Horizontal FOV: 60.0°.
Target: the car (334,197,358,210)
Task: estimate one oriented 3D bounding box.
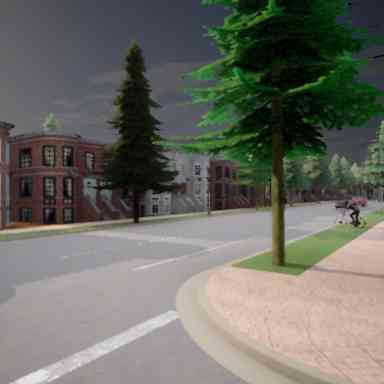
[{"bbox_3d":[20.870,1.728,45.299,1.895,1.301,4.718,-1,-1,35],"label":"car"}]

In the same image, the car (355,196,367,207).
[{"bbox_3d":[27.063,1.489,54.134,2.097,1.767,4.553,-1,-1,35],"label":"car"}]

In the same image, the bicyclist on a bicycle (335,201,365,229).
[{"bbox_3d":[9.301,1.343,19.611,1.656,1.620,0.582,-1,-1,35],"label":"bicyclist on a bicycle"}]
